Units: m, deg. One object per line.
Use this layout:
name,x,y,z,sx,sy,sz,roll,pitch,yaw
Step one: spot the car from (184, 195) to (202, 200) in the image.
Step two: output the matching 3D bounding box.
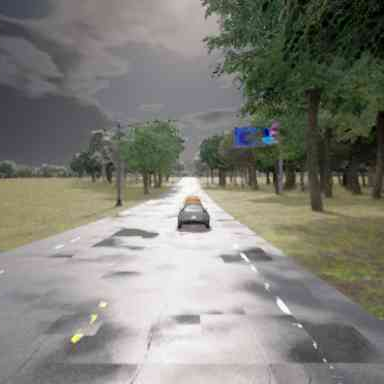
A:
car,0.104,1.029,38.857,1.882,1.535,5.008,0,1,0

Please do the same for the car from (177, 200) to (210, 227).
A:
car,0.101,1.415,21.273,1.994,1.385,4.181,0,1,0
